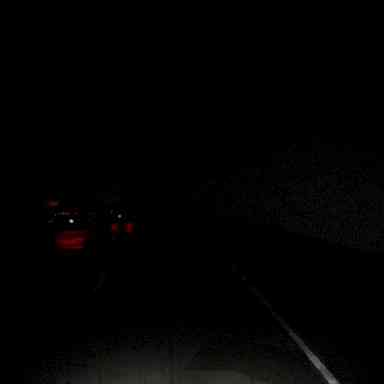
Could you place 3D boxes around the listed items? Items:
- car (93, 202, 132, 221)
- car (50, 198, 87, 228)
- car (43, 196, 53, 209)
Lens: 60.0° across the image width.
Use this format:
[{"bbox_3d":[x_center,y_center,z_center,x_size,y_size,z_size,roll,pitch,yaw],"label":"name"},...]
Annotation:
[{"bbox_3d":[-6.230,1.422,25.643,1.895,1.301,4.718,0,1,-29],"label":"car"},{"bbox_3d":[-7.786,1.367,21.010,1.837,1.490,4.892,0,0,-24],"label":"car"},{"bbox_3d":[-16.990,1.237,38.126,5.008,1.535,1.882,0,0,40],"label":"car"}]
